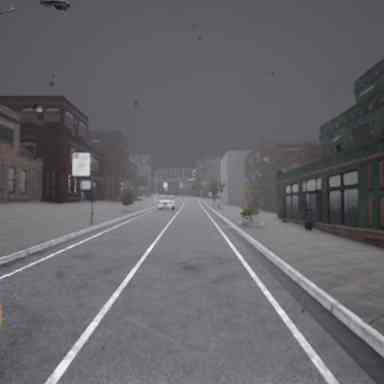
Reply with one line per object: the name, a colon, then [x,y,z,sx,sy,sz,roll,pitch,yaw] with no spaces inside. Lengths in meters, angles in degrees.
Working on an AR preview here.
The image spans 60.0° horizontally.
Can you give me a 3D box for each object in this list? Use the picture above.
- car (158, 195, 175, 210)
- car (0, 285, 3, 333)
car: [-3.555,1.508,46.963,2.150,2.045,5.566,0,-1,0]
car: [-3.438,1.488,2.363,1.882,1.535,5.008,0,0,0]
